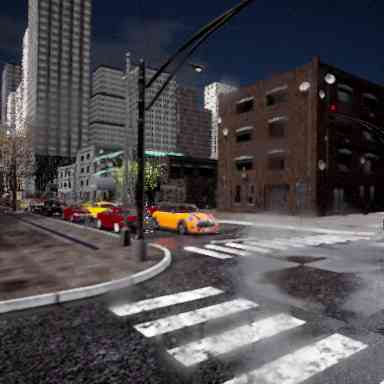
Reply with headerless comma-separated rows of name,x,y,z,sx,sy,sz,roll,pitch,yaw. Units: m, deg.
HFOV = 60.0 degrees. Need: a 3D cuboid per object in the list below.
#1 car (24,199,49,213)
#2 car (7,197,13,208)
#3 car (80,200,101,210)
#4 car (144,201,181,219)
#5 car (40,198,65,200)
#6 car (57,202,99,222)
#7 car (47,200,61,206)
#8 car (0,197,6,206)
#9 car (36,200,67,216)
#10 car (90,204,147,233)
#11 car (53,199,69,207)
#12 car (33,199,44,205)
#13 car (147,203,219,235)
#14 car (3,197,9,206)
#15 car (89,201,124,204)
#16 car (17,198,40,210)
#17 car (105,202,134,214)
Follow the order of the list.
car,-18.957,1.844,41.133,2.008,1.369,4.403,1,-1,-35
car,-30.030,2.014,57.131,1.887,1.381,4.507,1,-1,-35
car,-15.737,2.040,51.447,1.752,1.417,4.829,1,-1,-35
car,-3.049,1.762,33.409,1.967,1.590,4.097,1,-1,-35
car,-19.850,1.903,47.260,1.837,1.490,4.892,1,-2,-35
car,-9.499,1.730,27.556,1.802,1.307,4.206,1,-1,-35
car,-29.322,2.308,70.752,1.802,1.307,4.206,1,-1,-35
car,-36.191,2.133,65.952,1.947,1.339,4.313,1,-1,-35
car,-14.657,1.792,34.933,1.947,1.339,4.313,1,-1,-35
car,-4.339,1.616,20.181,1.887,1.381,4.507,1,-1,-35
car,-26.152,2.116,66.219,1.967,1.590,4.097,1,-1,-35
car,-38.932,2.405,84.494,1.752,1.417,4.829,1,-1,-35
car,-0.475,1.451,19.418,2.097,1.767,4.553,1,-1,-35
car,-33.020,2.083,61.418,1.947,1.339,4.313,1,-1,-35
car,-7.871,1.687,29.993,1.882,1.535,5.008,1,-1,-35
car,-23.635,1.892,47.893,1.752,1.417,4.829,1,-1,-35
car,-9.254,1.967,42.270,2.008,1.369,4.403,1,-1,-35
